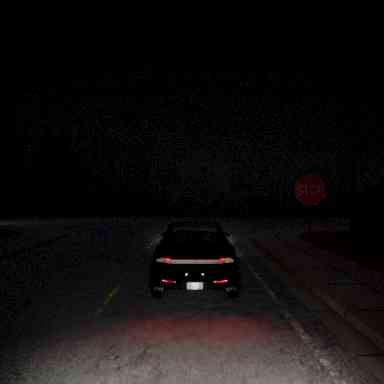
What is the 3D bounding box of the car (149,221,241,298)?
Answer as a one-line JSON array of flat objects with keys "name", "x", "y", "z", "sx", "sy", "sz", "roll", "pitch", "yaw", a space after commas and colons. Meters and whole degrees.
[{"name": "car", "x": 0.068, "y": 1.491, "z": 8.469, "sx": 2.128, "sy": 1.511, "sz": 4.902, "roll": 0, "pitch": 0, "yaw": 0}]
